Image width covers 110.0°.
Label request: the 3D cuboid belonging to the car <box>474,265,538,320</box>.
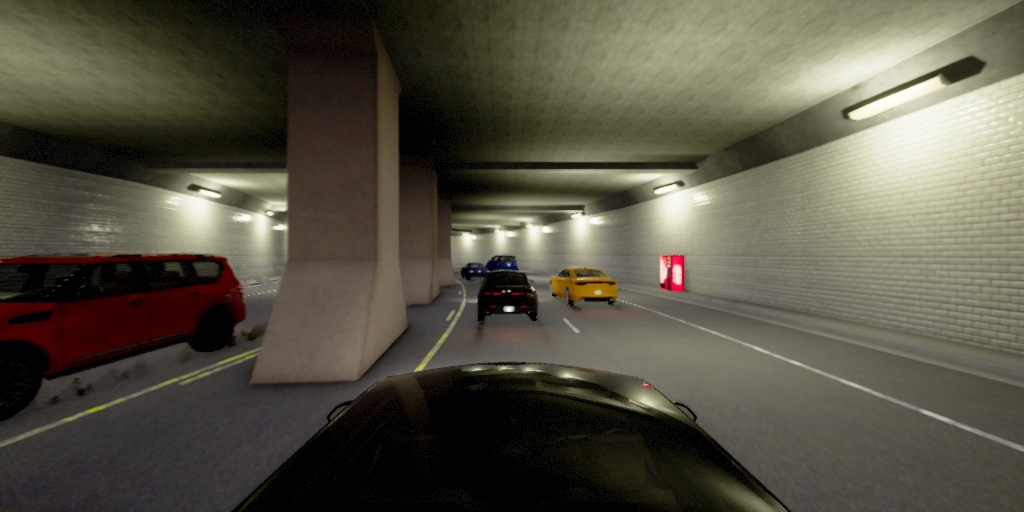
[{"bbox_3d":[-0.232,1.239,12.507,1.837,1.490,4.892,0,0,-3],"label":"car"}]

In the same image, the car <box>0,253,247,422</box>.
[{"bbox_3d":[-7.165,0.965,5.945,2.150,2.045,5.566,0,0,-1],"label":"car"}]

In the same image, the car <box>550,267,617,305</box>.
[{"bbox_3d":[2.980,1.206,15.877,1.882,1.535,5.008,0,0,-6],"label":"car"}]

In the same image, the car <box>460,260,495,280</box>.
[{"bbox_3d":[-3.246,1.254,30.781,2.033,1.411,5.357,0,0,-15],"label":"car"}]

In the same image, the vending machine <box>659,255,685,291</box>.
[{"bbox_3d":[8.590,0.919,19.283,1.100,2.100,0.880,0,0,-7],"label":"vending machine"}]

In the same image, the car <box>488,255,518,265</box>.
[{"bbox_3d":[-1.096,0.921,35.675,2.150,2.045,5.566,0,0,-18],"label":"car"}]
